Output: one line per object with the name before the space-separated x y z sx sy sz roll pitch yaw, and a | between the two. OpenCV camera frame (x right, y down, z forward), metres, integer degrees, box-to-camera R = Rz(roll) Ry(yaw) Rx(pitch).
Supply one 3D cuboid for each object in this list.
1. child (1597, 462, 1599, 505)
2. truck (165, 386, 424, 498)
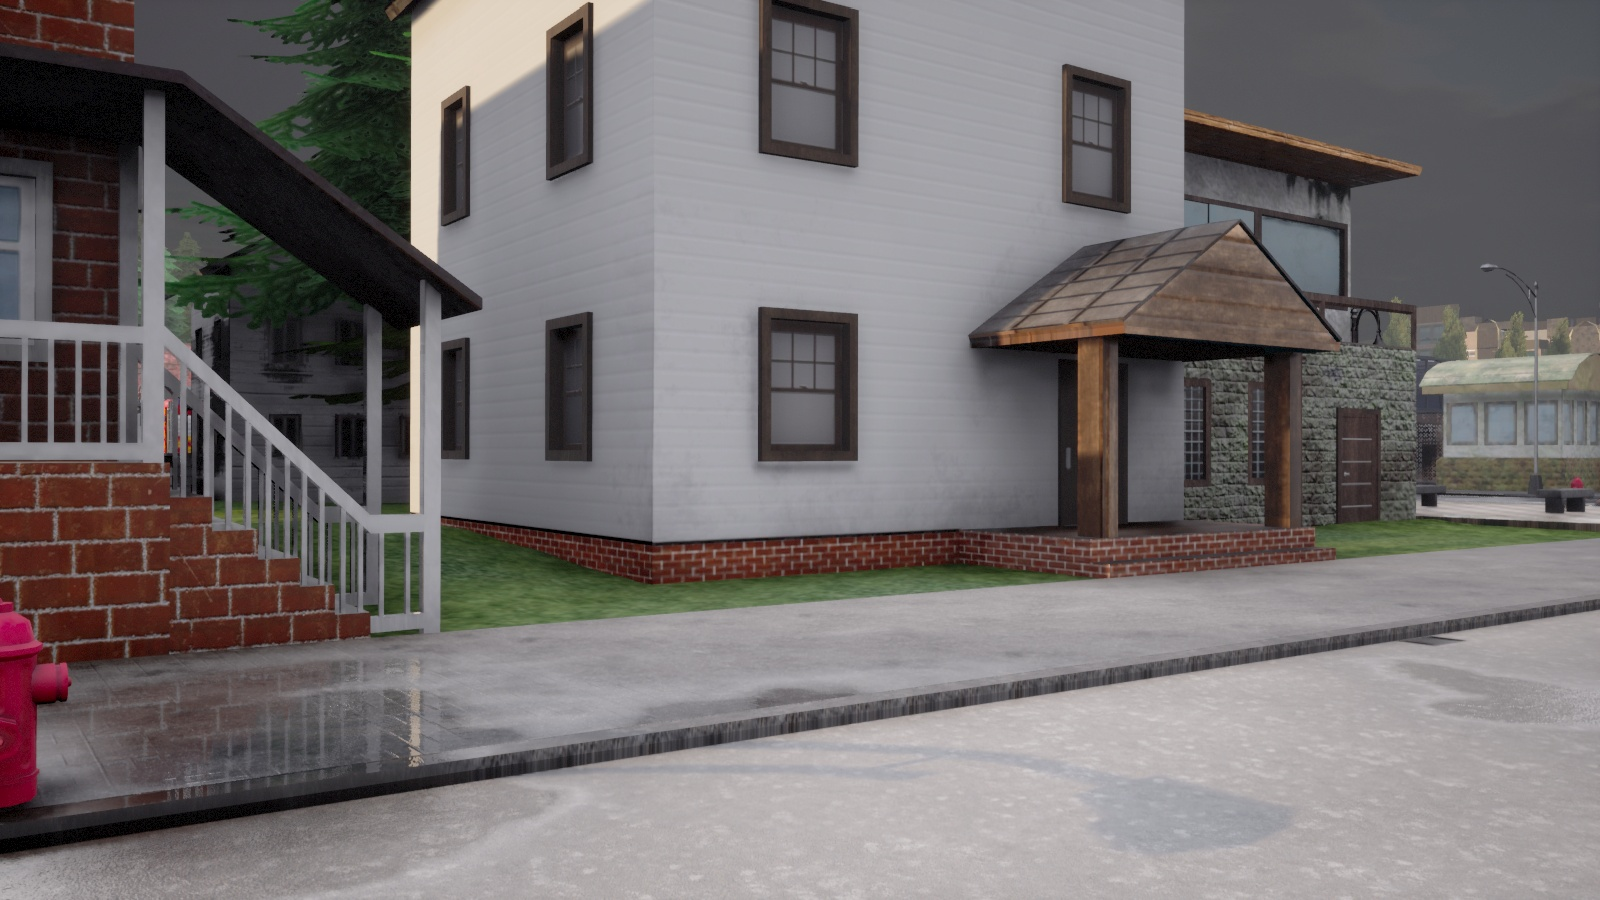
child | 20.939 0.868 32.604 0.394 1.110 0.255 0 0 39
truck | -18.604 -0.266 46.530 8.468 3.827 2.891 0 0 -35
